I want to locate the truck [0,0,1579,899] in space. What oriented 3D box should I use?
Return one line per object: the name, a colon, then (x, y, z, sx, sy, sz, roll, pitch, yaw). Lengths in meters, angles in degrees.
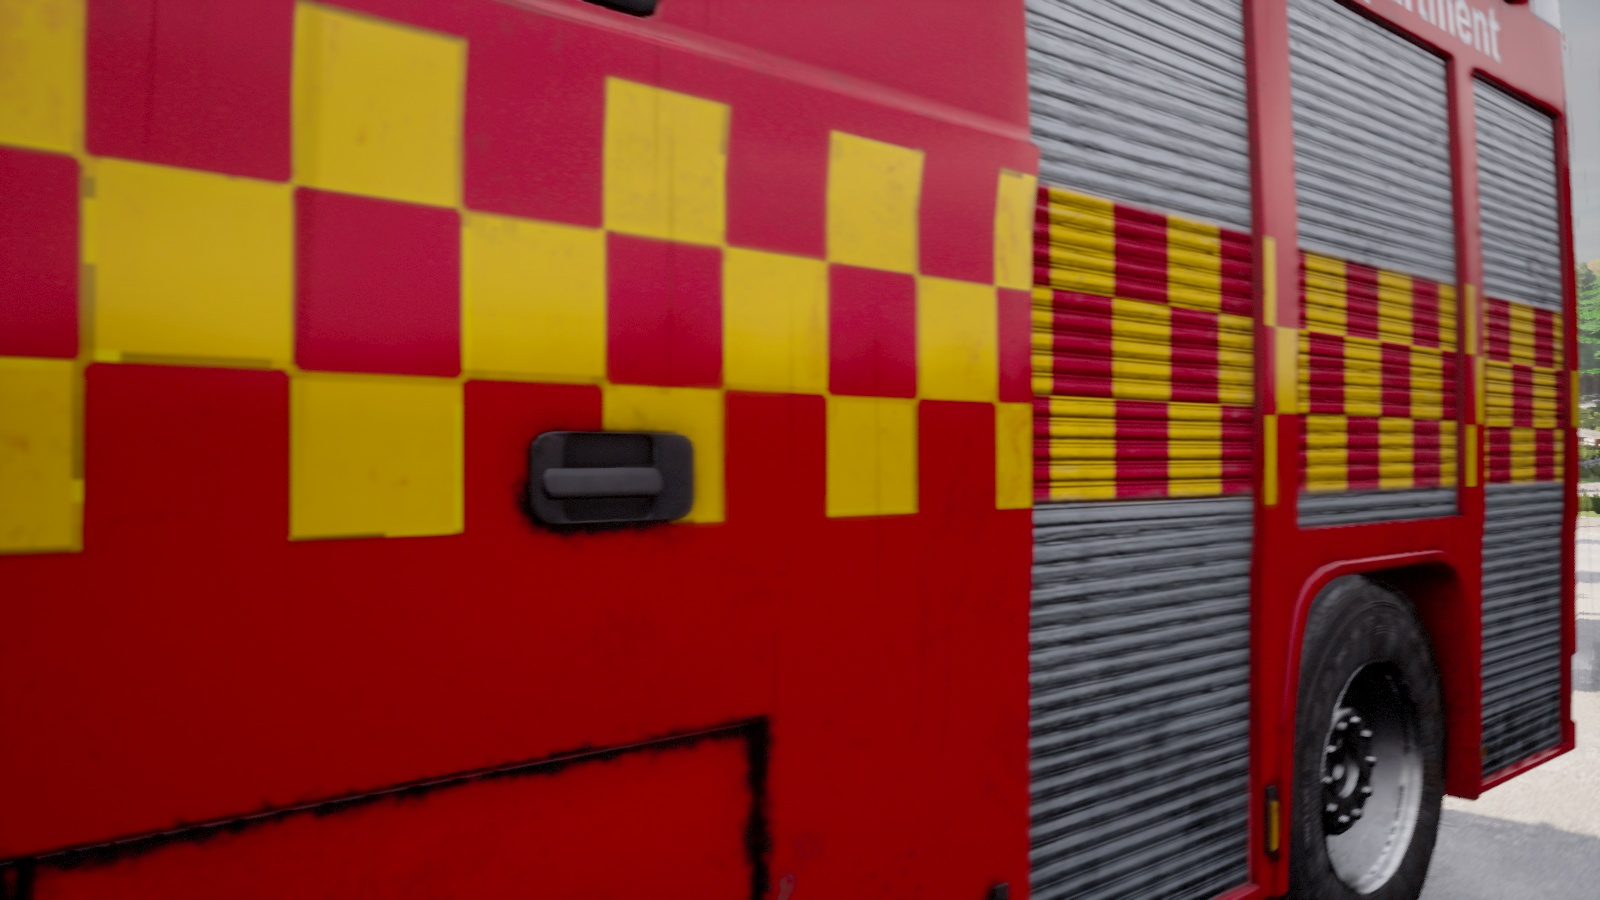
truck: (-1.305, -0.405, 2.764, 8.468, 3.827, 2.891, 0, 0, -42)
